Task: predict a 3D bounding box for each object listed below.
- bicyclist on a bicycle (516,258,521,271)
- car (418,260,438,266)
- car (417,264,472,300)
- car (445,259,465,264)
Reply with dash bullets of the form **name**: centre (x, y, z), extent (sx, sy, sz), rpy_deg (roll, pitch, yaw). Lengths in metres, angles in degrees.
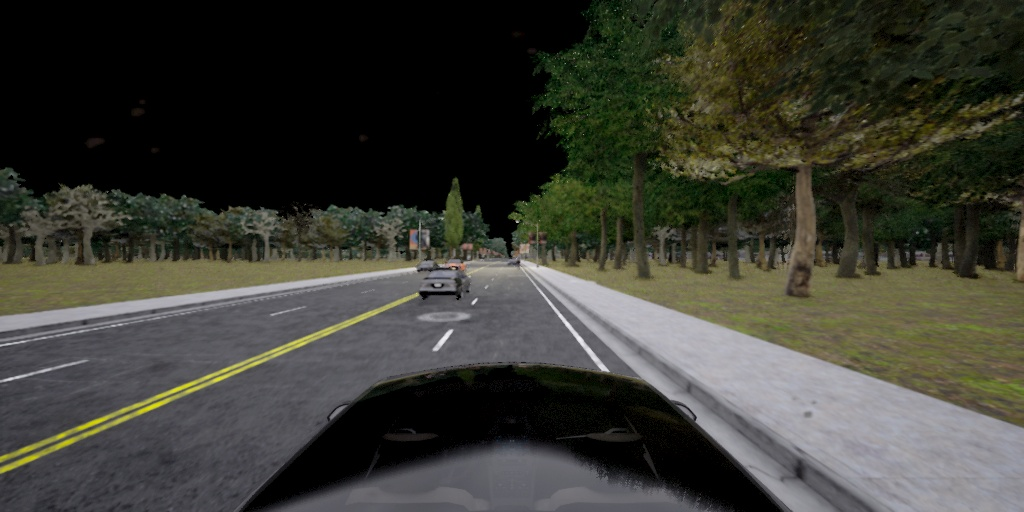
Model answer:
- **bicyclist on a bicycle**: centre (0.862, 1.136, 46.404), extent (0.659, 1.776, 1.843), rpy_deg (0, 0, 0)
- **car**: centre (-9.865, 1.265, 42.368), extent (1.837, 1.490, 4.892), rpy_deg (0, 0, 0)
- **car**: centre (-3.162, 1.298, 17.752), extent (2.033, 1.411, 5.357), rpy_deg (0, 0, 0)
- **car**: centre (-6.614, 1.113, 41.711), extent (2.097, 1.767, 4.553), rpy_deg (0, 0, 0)
